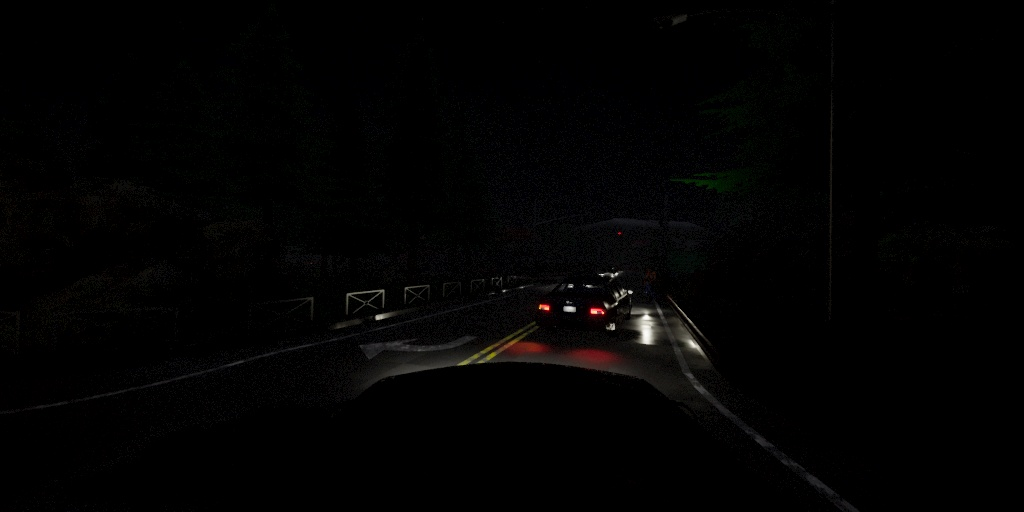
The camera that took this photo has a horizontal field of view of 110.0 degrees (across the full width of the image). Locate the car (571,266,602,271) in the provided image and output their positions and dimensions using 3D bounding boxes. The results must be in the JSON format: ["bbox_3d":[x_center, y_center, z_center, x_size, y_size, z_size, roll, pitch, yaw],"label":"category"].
[{"bbox_3d":[5.916,1.632,29.914,1.994,1.385,4.181,1,-1,23],"label":"car"}]

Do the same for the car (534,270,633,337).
[{"bbox_3d":[2.296,1.282,10.276,2.033,1.411,5.357,1,-1,24],"label":"car"}]

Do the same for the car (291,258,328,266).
[{"bbox_3d":[-31.189,1.215,55.103,4.553,1.767,2.097,1,-1,27],"label":"car"}]

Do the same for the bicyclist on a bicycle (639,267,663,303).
[{"bbox_3d":[6.416,1.349,16.486,1.656,1.620,0.582,1,-1,-31],"label":"bicyclist on a bicycle"}]

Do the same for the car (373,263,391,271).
[{"bbox_3d":[-16.444,1.606,48.720,5.357,1.411,2.033,1,-1,21],"label":"car"}]

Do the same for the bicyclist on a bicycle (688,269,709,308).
[{"bbox_3d":[7.862,1.361,15.105,1.656,1.620,0.582,1,-1,-34],"label":"bicyclist on a bicycle"}]

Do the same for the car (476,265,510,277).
[{"bbox_3d":[-2.308,1.823,43.623,4.181,1.385,1.994,1,-1,20],"label":"car"}]

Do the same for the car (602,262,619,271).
[{"bbox_3d":[15.577,1.982,57.916,2.097,1.767,4.553,1,-1,20],"label":"car"}]
